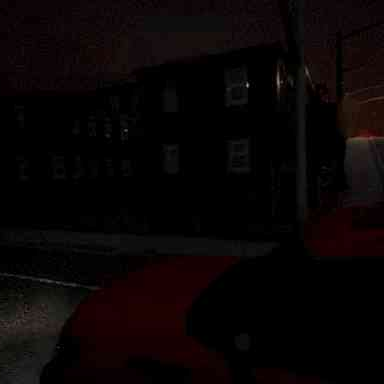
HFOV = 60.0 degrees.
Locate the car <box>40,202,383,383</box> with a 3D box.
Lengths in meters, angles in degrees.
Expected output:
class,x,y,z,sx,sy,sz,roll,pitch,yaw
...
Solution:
class,x,y,z,sx,sy,sz,roll,pitch,yaw
car,1.510,1.106,2.194,5.566,2.045,2.150,-1,5,28
